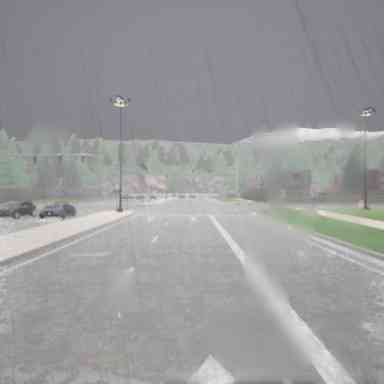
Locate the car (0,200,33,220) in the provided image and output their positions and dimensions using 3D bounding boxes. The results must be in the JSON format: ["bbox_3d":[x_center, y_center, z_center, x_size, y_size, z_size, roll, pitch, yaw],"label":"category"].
[{"bbox_3d":[-15.008,1.494,28.356,1.837,1.490,4.892,0,0,0],"label":"car"}]

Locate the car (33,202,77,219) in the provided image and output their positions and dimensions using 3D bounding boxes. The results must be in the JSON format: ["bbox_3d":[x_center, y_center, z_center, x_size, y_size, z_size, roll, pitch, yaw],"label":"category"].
[{"bbox_3d":[-11.496,1.550,28.721,1.994,1.385,4.181,0,0,0],"label":"car"}]
